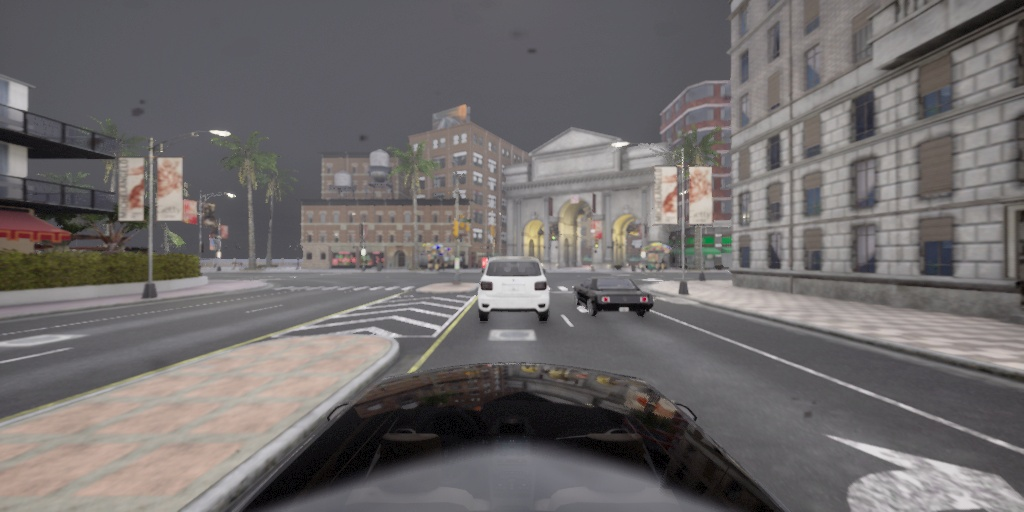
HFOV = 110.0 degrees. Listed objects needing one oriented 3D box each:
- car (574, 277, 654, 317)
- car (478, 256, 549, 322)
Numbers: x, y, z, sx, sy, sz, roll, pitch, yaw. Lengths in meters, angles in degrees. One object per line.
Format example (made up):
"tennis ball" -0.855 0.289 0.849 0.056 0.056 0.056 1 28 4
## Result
"car" 3.575 1.426 13.601 1.895 1.301 4.718 0 0 0
"car" 0.064 1.041 12.767 2.150 2.045 5.566 0 -1 0
